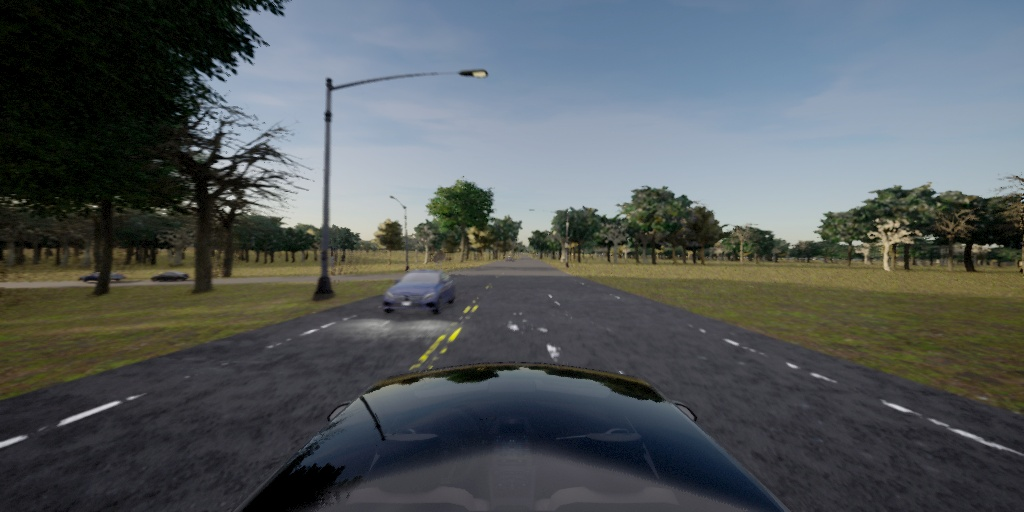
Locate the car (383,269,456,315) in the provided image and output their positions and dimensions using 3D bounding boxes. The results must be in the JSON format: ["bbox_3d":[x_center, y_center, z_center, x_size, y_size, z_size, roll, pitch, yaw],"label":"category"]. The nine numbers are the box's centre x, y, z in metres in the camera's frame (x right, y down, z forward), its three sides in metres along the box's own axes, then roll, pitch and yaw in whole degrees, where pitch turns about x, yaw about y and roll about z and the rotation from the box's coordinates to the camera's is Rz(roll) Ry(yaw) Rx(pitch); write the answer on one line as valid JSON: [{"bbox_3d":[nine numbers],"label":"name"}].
[{"bbox_3d":[-3.270,1.230,13.530,1.812,1.442,4.674,1,0,0],"label":"car"}]
